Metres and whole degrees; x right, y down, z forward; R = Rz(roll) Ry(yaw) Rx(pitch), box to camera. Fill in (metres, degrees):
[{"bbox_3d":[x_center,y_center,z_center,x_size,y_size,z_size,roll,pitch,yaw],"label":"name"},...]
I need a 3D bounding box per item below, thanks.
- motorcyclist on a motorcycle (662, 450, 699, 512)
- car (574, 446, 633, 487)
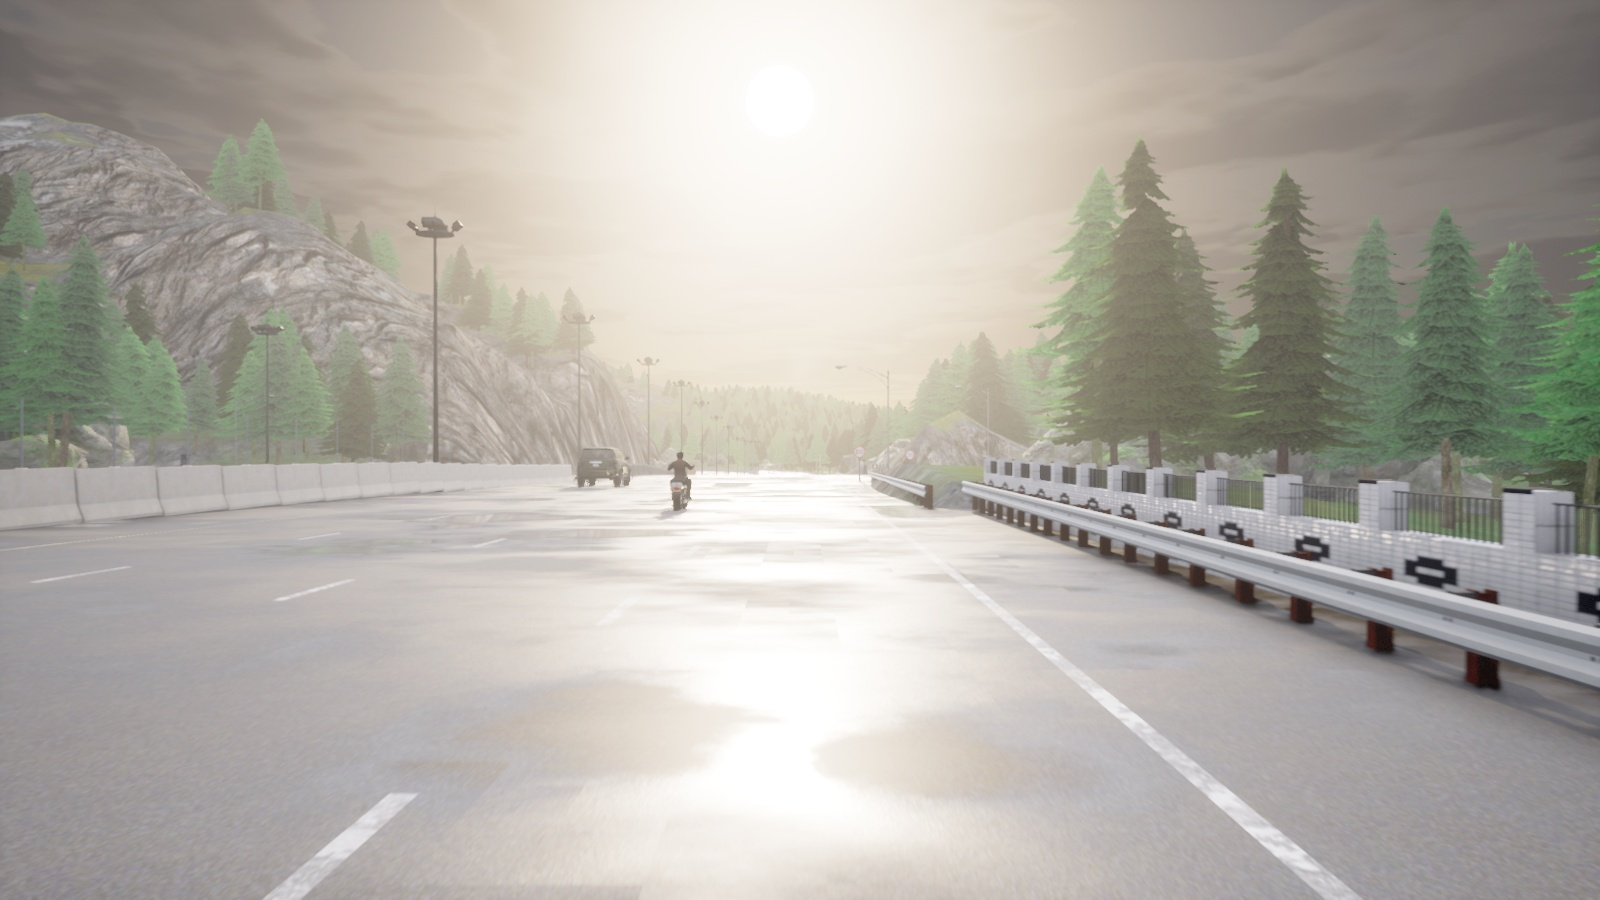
[{"bbox_3d":[-3.288,0.839,34.762,0.766,1.649,2.350,0,-1,0],"label":"motorcyclist on a motorcycle"},{"bbox_3d":[-10.138,0.842,65.126,2.150,2.045,5.566,0,0,0],"label":"car"}]
